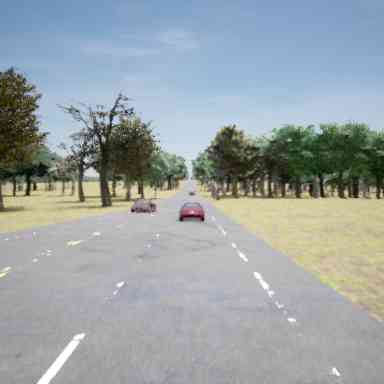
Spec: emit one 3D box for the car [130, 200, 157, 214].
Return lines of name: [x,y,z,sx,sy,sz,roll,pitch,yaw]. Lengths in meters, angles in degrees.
car: [-4.958,1.482,34.557,1.994,1.385,4.181,0,0,7]

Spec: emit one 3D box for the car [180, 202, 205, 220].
car: [0.004,1.512,27.423,1.994,1.385,4.181,0,0,0]
